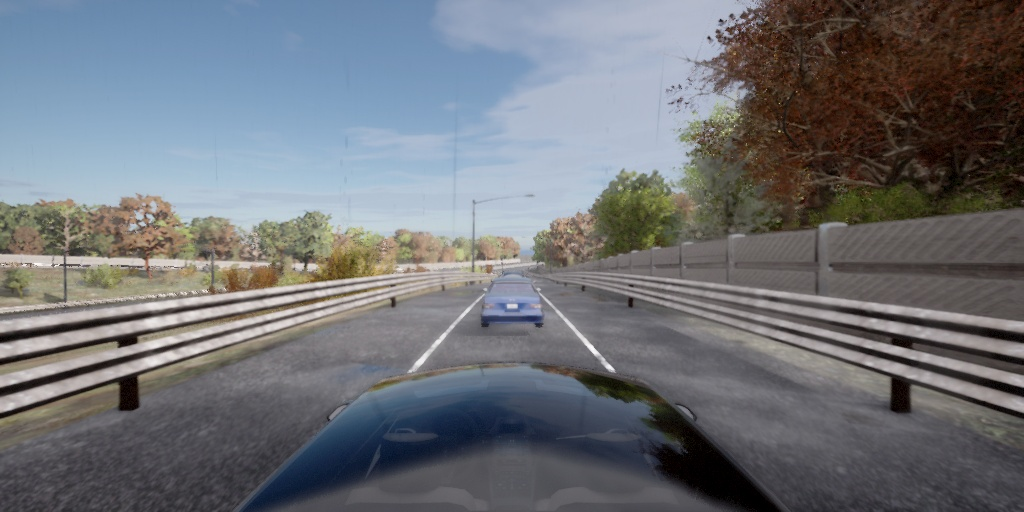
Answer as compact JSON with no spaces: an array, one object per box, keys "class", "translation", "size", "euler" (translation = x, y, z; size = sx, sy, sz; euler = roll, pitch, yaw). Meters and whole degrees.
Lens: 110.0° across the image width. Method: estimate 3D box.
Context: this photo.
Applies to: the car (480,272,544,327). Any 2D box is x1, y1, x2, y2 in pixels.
[{"class":"car","translation":[0.007,1.391,11.775],"size":[2.033,1.411,5.357],"euler":[0,-1,0]}]
